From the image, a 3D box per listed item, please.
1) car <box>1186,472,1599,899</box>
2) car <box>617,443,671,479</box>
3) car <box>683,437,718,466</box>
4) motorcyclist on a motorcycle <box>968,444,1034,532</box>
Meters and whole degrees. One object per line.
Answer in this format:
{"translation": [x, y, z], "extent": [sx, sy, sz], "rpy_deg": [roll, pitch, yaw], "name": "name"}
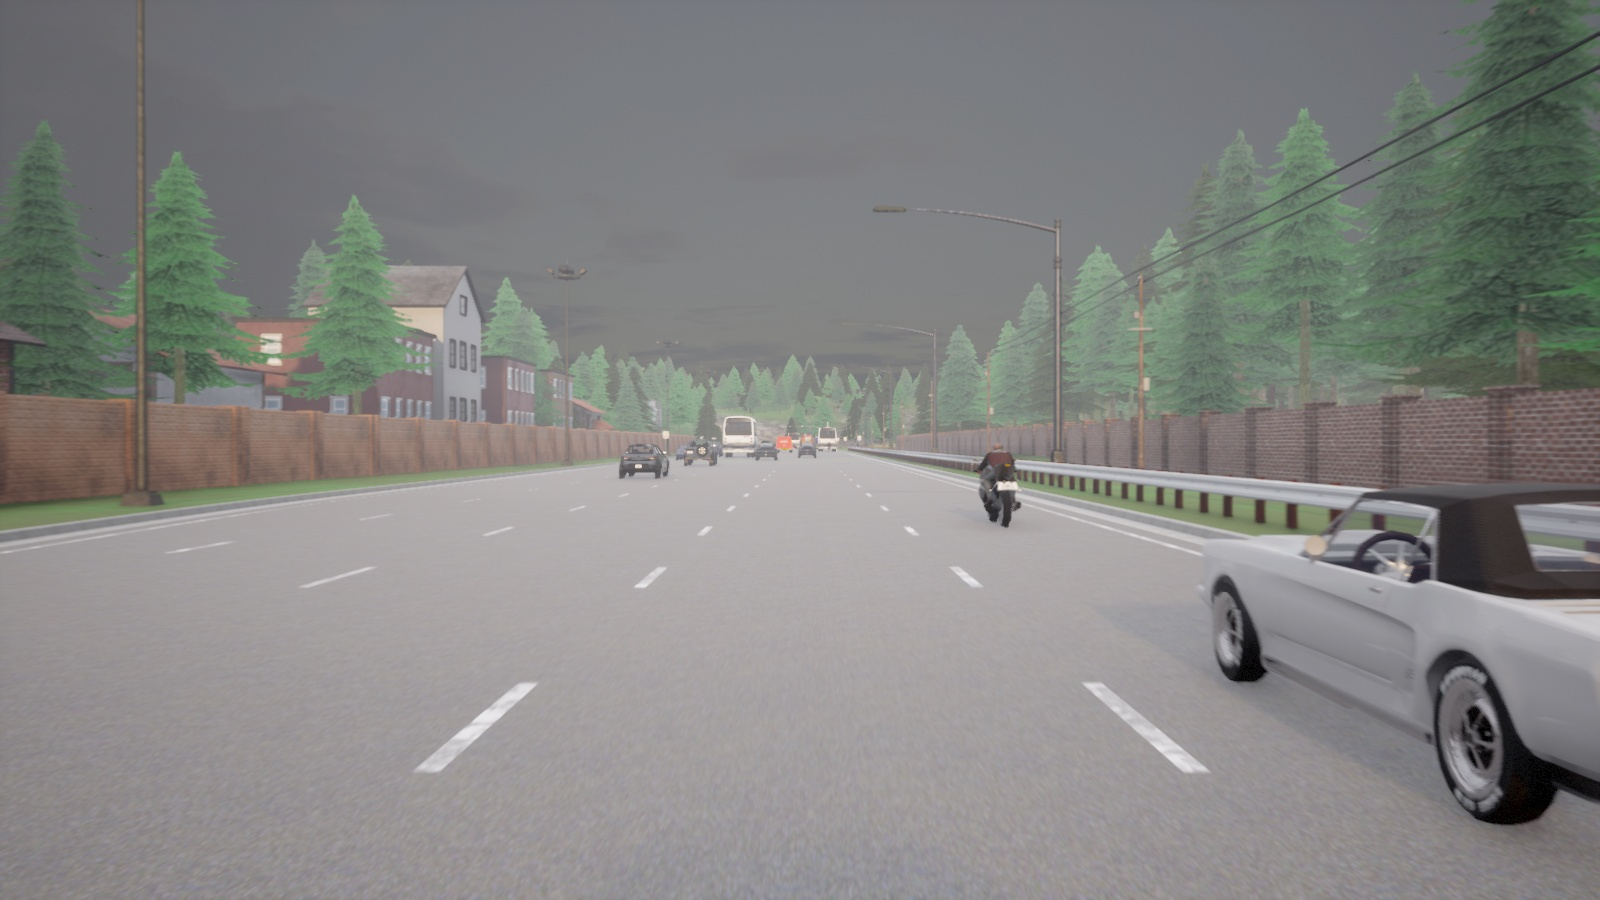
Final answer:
{"translation": [3.550, 0.816, 6.132], "extent": [1.895, 1.301, 4.718], "rpy_deg": [0, 0, 0], "name": "car"}
{"translation": [-6.678, 0.453, 54.122], "extent": [1.816, 1.474, 4.193], "rpy_deg": [0, 0, 0], "name": "car"}
{"translation": [-6.516, 0.097, 82.647], "extent": [1.932, 1.855, 4.605], "rpy_deg": [0, 0, 0], "name": "car"}
{"translation": [3.645, 0.657, 22.930], "extent": [0.866, 1.530, 2.191], "rpy_deg": [0, 0, 0], "name": "motorcyclist on a motorcycle"}
